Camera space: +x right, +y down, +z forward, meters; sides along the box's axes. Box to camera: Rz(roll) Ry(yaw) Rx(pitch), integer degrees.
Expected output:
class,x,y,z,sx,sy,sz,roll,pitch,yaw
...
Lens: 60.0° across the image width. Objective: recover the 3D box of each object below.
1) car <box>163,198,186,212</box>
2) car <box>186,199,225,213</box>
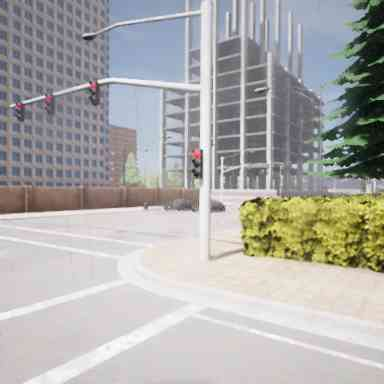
class,x,y,z,sx,sy,sz,roll,pitch,yaw
car,-1.237,1.394,36.366,1.994,1.385,4.181,1,0,35
car,1.707,1.430,34.466,1.994,1.385,4.181,1,0,35
